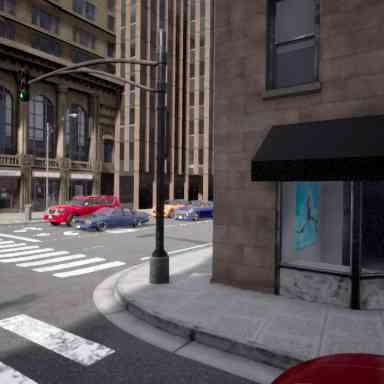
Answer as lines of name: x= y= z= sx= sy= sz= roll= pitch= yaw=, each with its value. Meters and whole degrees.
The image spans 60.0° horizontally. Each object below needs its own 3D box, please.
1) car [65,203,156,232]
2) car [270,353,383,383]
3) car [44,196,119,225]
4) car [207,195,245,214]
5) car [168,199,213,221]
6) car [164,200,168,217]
car: x=-5.105 y=1.658 z=21.620 sx=2.033 sy=1.411 sz=5.357 roll=1 pitch=0 yaw=35
car: x=2.380 y=1.545 z=1.275 sx=4.507 sy=1.381 sz=1.887 roll=0 pitch=1 yaw=35
car: x=-7.568 y=1.289 z=23.761 sx=2.150 sy=2.045 sz=5.566 roll=1 pitch=0 yaw=35
car: x=4.227 y=1.465 z=40.562 sx=2.150 sy=2.045 sz=5.566 roll=1 pitch=0 yaw=35
car: x=0.335 y=1.544 z=29.367 sx=2.097 sy=1.767 sz=4.553 roll=1 pitch=0 yaw=35
car: x=-1.862 y=1.504 z=31.896 sx=2.097 sy=1.767 sz=4.553 roll=1 pitch=0 yaw=35
